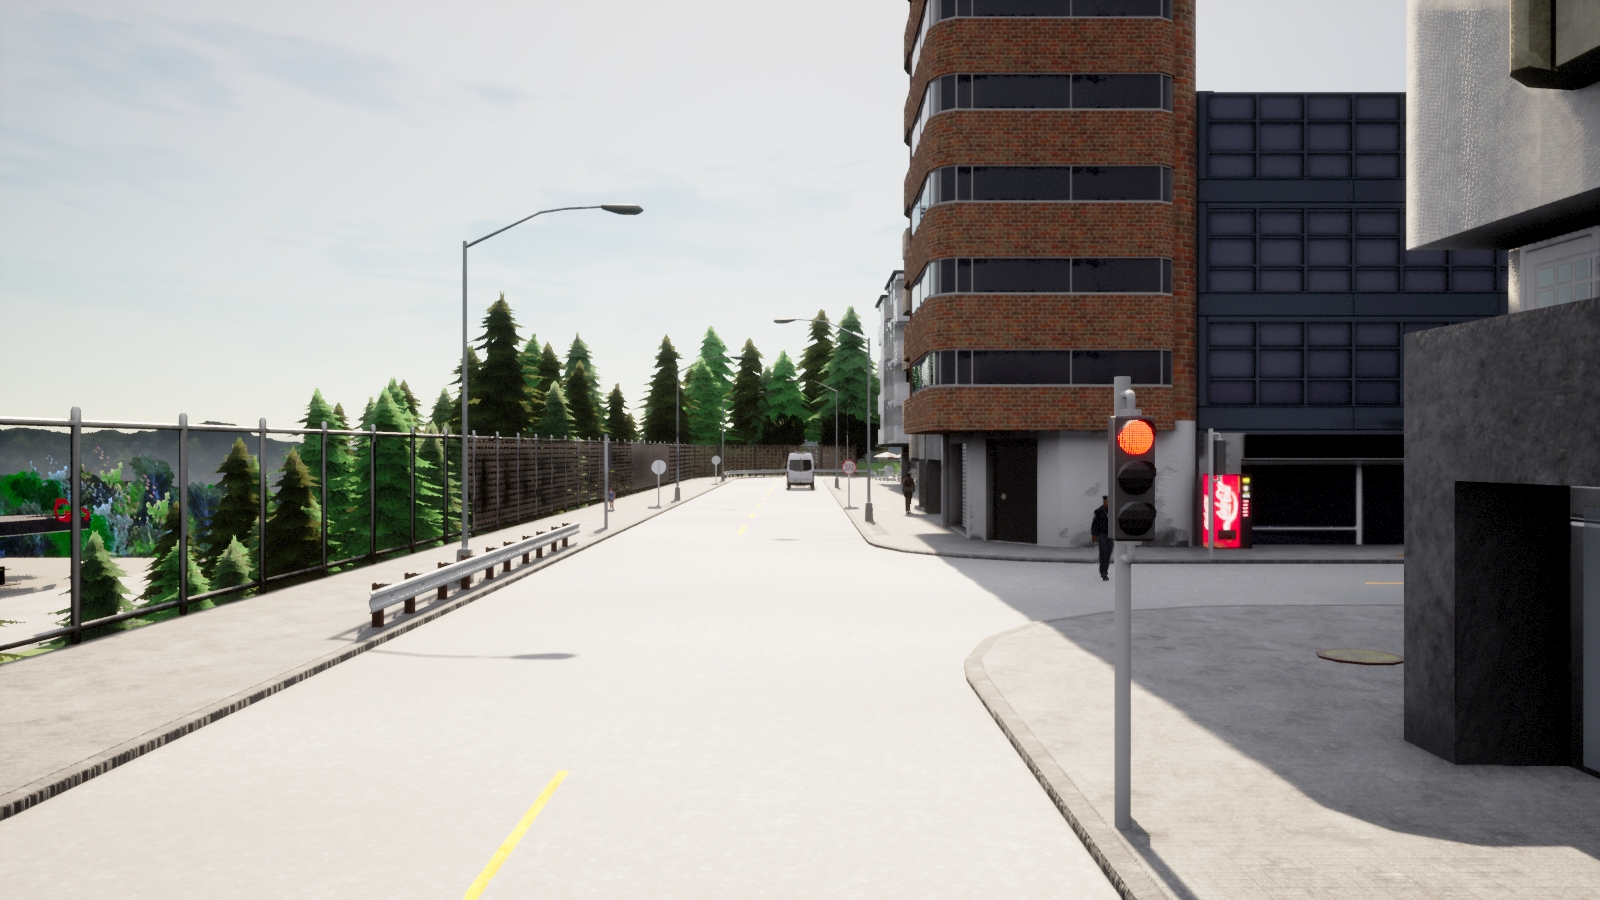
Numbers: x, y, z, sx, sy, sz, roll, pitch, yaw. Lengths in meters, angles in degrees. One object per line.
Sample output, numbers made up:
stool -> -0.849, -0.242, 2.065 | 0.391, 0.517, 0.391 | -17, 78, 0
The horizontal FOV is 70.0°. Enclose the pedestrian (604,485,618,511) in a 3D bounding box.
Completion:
pedestrian -> -8.243, 2.105, 49.840 | 0.500, 1.100, 0.500 | 0, 0, 0

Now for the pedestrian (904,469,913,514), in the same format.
pedestrian -> 4.518, 1.725, 47.597 | 0.375, 1.860, 0.375 | 0, 0, 2

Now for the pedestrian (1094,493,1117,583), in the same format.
pedestrian -> 6.426, 1.839, 24.056 | 0.375, 1.860, 0.375 | 0, 0, 0
